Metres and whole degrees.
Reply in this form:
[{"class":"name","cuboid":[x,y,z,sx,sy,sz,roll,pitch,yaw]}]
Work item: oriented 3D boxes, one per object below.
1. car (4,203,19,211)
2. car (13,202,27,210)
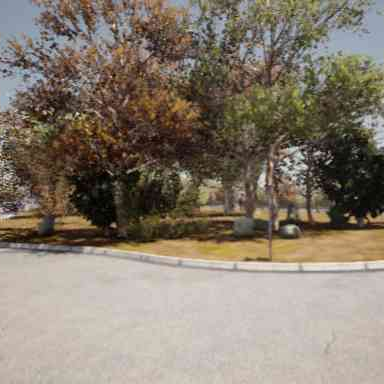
[{"class":"car","cuboid":[-30.656,2.630,56.502,2.033,1.411,5.357,-1,0,-20]},{"class":"car","cuboid":[-34.277,2.709,66.273,1.882,1.535,5.008,-1,-1,-20]}]
